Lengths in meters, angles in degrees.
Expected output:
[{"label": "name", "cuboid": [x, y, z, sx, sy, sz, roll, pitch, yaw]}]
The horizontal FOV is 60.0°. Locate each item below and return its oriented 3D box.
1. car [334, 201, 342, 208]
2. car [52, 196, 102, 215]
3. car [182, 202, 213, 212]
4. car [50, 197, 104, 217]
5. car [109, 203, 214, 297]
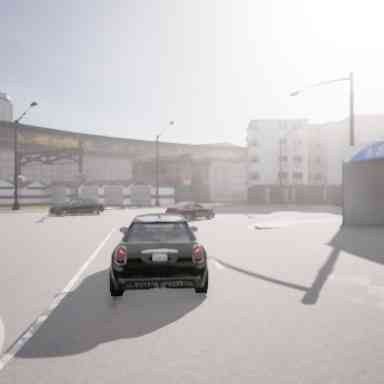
[{"label": "car", "cuboid": [21.625, 1.460, 44.531, 4.892, 1.490, 1.837, 0, 0, 6]}, {"label": "car", "cuboid": [-12.047, 1.334, 35.045, 4.553, 1.767, 2.097, 0, 0, -37]}, {"label": "car", "cuboid": [-0.111, 1.507, 26.101, 1.812, 1.442, 4.674, -1, -1, 37]}, {"label": "car", "cuboid": [-10.882, 1.462, 31.684, 5.008, 1.535, 1.882, 0, -1, -40]}, {"label": "car", "cuboid": [-0.866, 1.346, 8.846, 2.097, 1.767, 4.553, 0, 0, -6]}]
